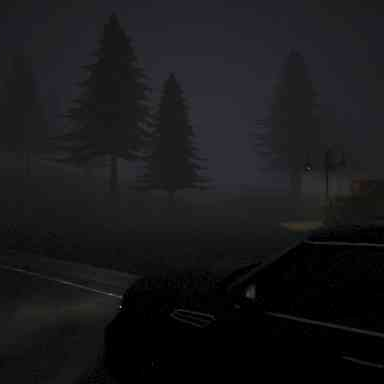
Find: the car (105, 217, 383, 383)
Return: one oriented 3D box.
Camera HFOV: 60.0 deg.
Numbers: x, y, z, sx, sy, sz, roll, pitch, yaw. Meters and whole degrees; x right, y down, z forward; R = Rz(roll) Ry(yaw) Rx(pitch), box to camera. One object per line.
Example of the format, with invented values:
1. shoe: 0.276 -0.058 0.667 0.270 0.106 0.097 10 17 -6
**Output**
1. car: 1.727 1.221 2.754 5.566 2.045 2.150 0 0 36
